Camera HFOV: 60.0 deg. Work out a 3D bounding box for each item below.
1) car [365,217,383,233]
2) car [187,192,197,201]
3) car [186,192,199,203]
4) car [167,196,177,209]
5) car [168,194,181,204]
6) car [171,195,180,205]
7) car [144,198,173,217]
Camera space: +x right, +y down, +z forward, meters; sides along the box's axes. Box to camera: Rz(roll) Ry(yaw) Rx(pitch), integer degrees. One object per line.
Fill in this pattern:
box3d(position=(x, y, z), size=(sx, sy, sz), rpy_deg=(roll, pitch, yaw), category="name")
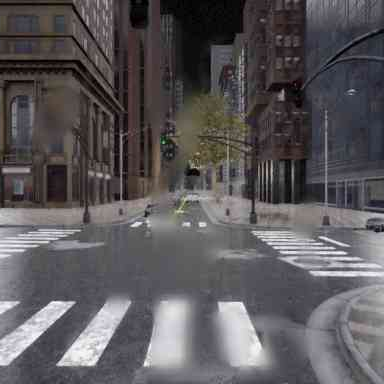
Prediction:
box3d(position=(11.919, 1.636, 18.304), size=(4.403, 1.369, 2.008), rpy_deg=(0, 0, 0), category="car")
box3d(position=(-0.010, 0.955, 70.822), size=(2.097, 1.767, 4.553), rpy_deg=(0, 1, 0), category="car")
box3d(position=(0.069, 0.933, 60.167), size=(2.150, 2.045, 5.566), rpy_deg=(0, 1, 0), category="car")
box3d(position=(-3.118, 1.479, 39.050), size=(1.895, 1.301, 4.718), rpy_deg=(0, 0, 0), category="car")
box3d(position=(-3.080, 1.207, 59.783), size=(2.128, 1.511, 4.902), rpy_deg=(0, 1, 1), category="car")
box3d(position=(-3.121, 1.405, 49.387), size=(1.895, 1.301, 4.718), rpy_deg=(0, 0, 0), category="car")
box3d(position=(-3.114, 1.497, 30.258), size=(1.994, 1.385, 4.181), rpy_deg=(0, 0, 0), category="car")
